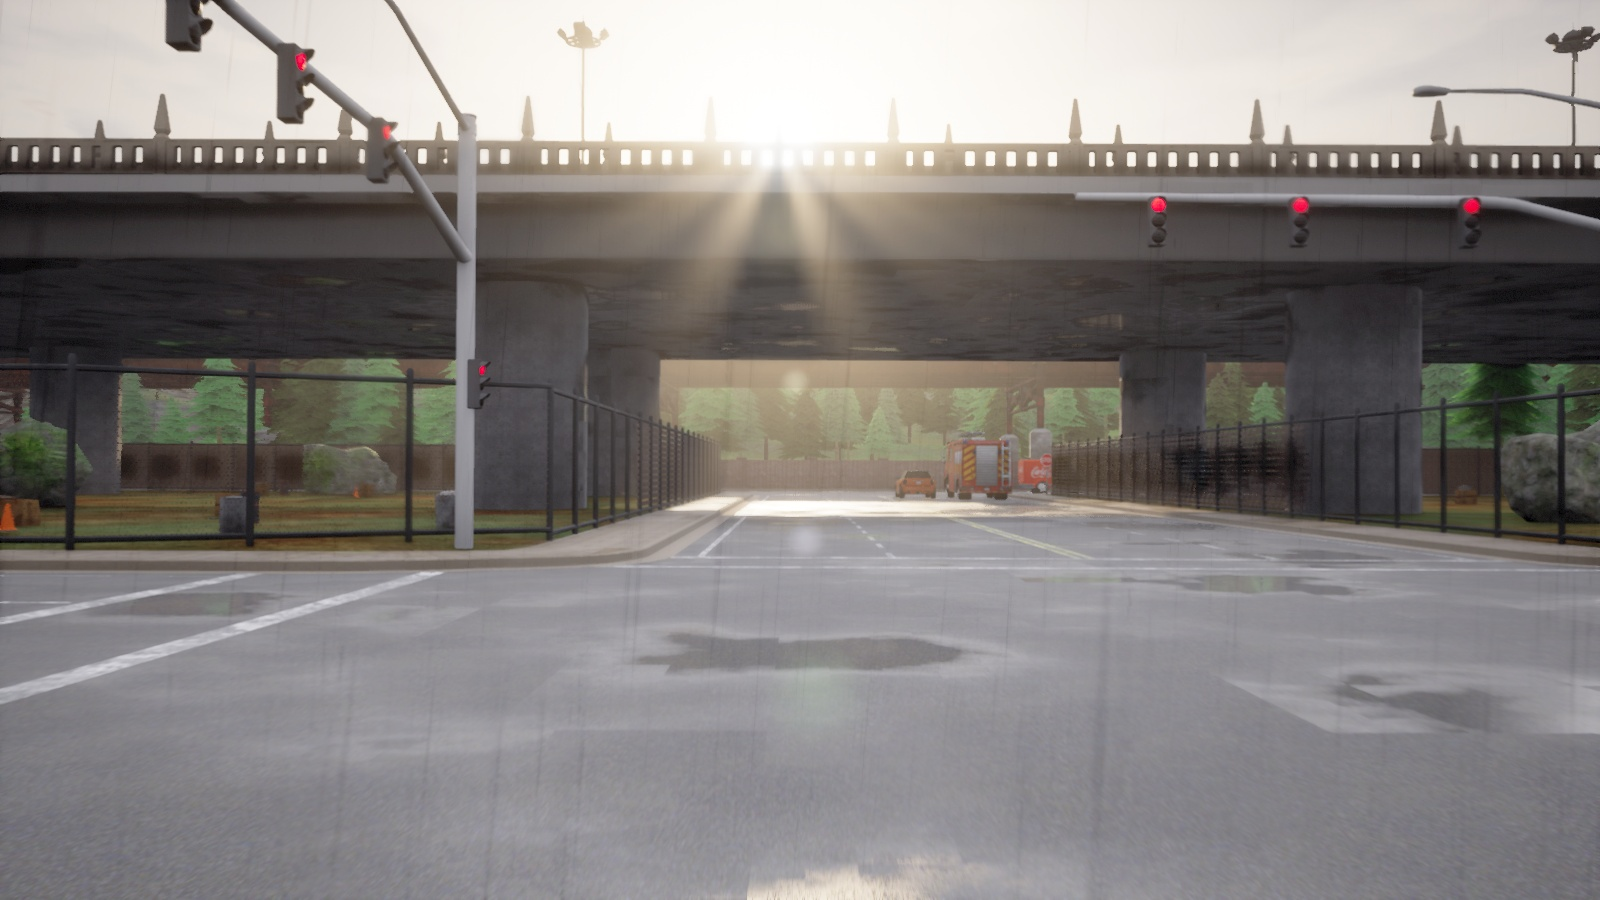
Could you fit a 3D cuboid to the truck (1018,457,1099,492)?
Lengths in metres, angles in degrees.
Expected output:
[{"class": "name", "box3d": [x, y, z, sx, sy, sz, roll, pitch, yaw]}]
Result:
[{"class": "truck", "box3d": [18.403, 1.753, 89.563, 5.204, 2.467, 2.627, 0, -1, 1]}]

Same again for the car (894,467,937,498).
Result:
[{"class": "car", "box3d": [6.826, 1.893, 74.485, 2.097, 1.767, 4.553, 0, -1, 0]}]

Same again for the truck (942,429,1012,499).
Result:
[{"class": "truck", "box3d": [10.322, 0.846, 73.946, 2.891, 3.827, 8.468, 0, -1, 0]}]
